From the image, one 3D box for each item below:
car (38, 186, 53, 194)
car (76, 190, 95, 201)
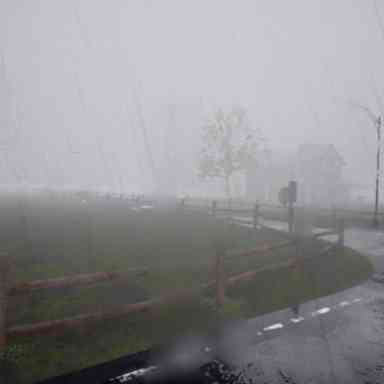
[{"bbox_3d":[-37.134,-0.588,85.526,2.150,2.045,5.566,2,0,-35],"label":"car"},{"bbox_3d":[-16.579,0.518,51.548,1.837,1.490,4.892,2,0,-35],"label":"car"}]
